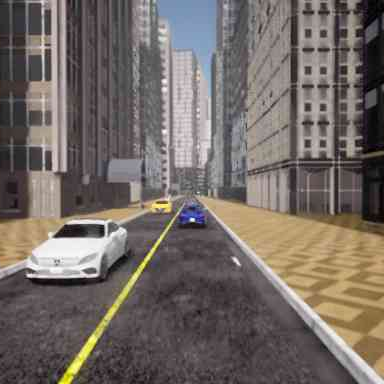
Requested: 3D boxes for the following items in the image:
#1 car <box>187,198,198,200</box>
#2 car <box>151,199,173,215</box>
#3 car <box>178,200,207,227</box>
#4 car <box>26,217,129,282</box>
[{"bbox_3d":[0.090,1.501,44.819,2.128,1.511,4.902,0,0,0],"label":"car"},{"bbox_3d":[-3.035,1.479,34.378,1.882,1.535,5.008,0,0,1],"label":"car"},{"bbox_3d":[0.025,1.523,22.603,1.812,1.442,4.674,0,0,0],"label":"car"},{"bbox_3d":[-3.083,1.524,9.903,1.812,1.442,4.674,0,0,0],"label":"car"}]
